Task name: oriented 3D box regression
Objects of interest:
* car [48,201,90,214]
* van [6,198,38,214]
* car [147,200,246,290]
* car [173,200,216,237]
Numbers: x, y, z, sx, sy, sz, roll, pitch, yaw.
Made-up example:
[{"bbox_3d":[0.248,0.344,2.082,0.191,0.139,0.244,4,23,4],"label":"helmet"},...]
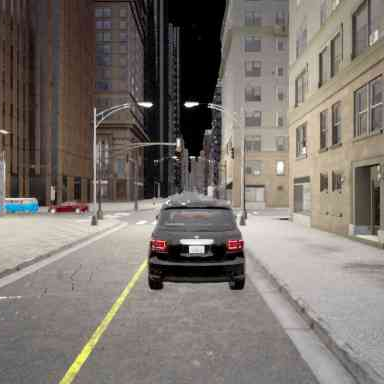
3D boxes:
[{"bbox_3d":[-13.908,1.724,37.569,4.507,1.381,1.887,-1,0,0],"label":"car"},{"bbox_3d":[-19.534,1.588,37.599,3.998,1.788,1.690,-1,0,0],"label":"van"},{"bbox_3d":[0.117,1.223,9.223,2.150,2.045,5.566,0,0,1],"label":"car"},{"bbox_3d":[0.131,1.357,18.672,2.097,1.767,4.553,0,0,0],"label":"car"}]
